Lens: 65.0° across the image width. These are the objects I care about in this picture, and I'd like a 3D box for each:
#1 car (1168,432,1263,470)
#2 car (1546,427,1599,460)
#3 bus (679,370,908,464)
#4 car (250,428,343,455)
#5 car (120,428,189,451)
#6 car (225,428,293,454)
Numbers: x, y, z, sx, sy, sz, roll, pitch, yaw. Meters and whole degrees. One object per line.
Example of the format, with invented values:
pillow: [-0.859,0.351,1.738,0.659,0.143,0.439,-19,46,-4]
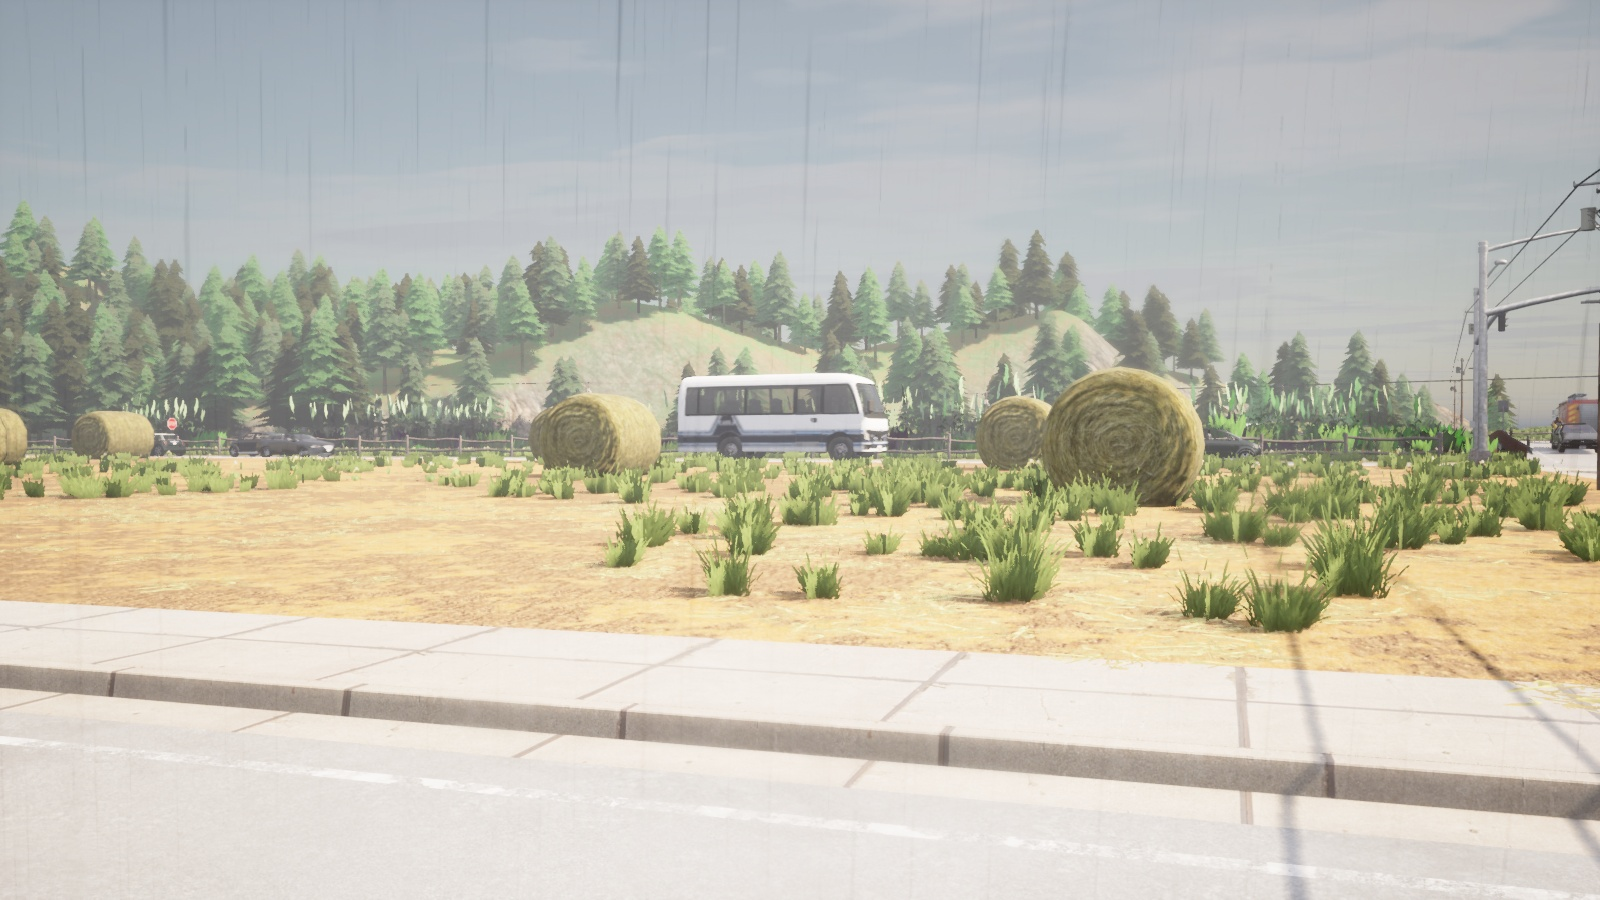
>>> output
car: [17.590,0.013,53.122,3.705,1.549,1.789,1,1,23]
car: [39.484,-0.369,63.938,2.033,1.411,5.357,1,4,25]
bus: [-0.328,-1.528,60.494,10.273,4.253,3.944,0,1,22]
car: [-29.005,-0.493,72.345,4.902,1.511,2.128,1,1,22]
car: [-41.864,-0.677,81.438,3.806,1.475,1.970,1,1,22]
car: [-33.639,-0.580,78.042,3.705,1.549,1.789,1,1,23]
